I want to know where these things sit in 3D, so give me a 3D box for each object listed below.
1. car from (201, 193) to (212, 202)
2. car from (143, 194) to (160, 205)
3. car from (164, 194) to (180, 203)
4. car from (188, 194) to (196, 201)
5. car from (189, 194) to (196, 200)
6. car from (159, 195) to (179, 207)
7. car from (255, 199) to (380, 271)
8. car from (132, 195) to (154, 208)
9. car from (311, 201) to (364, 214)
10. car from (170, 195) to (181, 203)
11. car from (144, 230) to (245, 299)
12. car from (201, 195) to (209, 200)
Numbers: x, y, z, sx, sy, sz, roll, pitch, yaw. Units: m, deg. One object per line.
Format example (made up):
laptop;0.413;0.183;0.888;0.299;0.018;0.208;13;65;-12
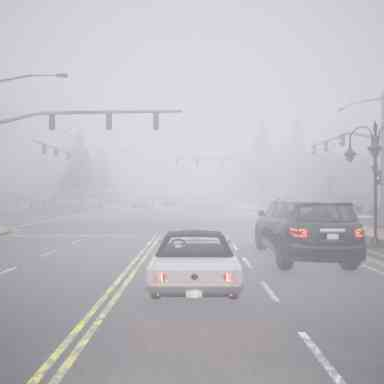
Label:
car;3.514;1.215;79.199;2.150;2.045;5.566;0;0;0
car;-7.073;1.547;57.247;2.033;1.411;5.357;0;0;0
car;-3.570;1.505;60.576;1.837;1.490;4.892;0;0;-1
car;0.014;1.514;79.543;1.812;1.442;4.674;0;0;0
car;0.016;1.379;89.851;1.812;1.442;4.674;0;0;0
car;-3.577;1.564;51.859;1.994;1.385;4.181;0;0;0
car;3.581;1.221;11.103;2.150;2.045;5.566;0;0;0
car;-7.130;1.547;47.176;2.033;1.411;5.357;0;0;2
car;14.939;1.601;34.318;4.718;1.301;1.895;0;0;0
car;-3.487;1.525;70.774;2.128;1.511;4.902;0;0;0
car;0.064;1.601;8.379;1.895;1.301;4.718;0;0;0
car;3.516;1.407;89.851;1.994;1.385;4.181;0;0;0
